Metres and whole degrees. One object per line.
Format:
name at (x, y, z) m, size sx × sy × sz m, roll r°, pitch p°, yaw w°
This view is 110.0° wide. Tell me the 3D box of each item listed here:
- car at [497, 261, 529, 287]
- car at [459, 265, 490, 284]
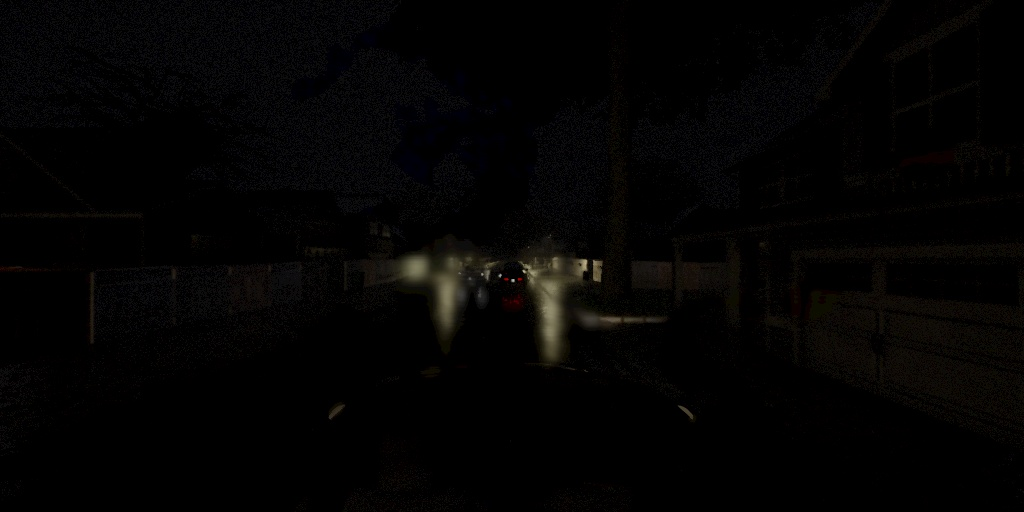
car at (0.085, 1.244, 24.488) m, size 1.837 × 1.490 × 4.892 m, roll 0°, pitch 0°, yaw 0°
car at (-2.735, 1.337, 26.821) m, size 1.895 × 1.301 × 4.718 m, roll 0°, pitch 0°, yaw 0°
